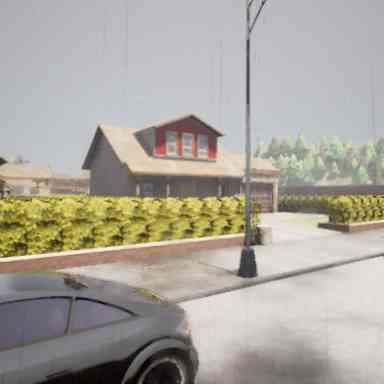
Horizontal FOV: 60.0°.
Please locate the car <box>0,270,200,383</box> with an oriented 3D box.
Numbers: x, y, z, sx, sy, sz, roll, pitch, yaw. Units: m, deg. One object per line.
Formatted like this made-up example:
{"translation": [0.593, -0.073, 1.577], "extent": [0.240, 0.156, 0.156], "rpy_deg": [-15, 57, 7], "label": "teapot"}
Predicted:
{"translation": [-1.979, 1.566, 3.188], "extent": [4.181, 1.385, 1.994], "rpy_deg": [0, 0, -35], "label": "car"}
